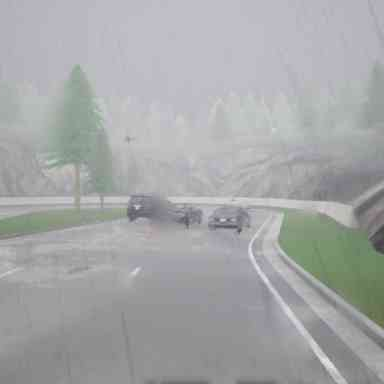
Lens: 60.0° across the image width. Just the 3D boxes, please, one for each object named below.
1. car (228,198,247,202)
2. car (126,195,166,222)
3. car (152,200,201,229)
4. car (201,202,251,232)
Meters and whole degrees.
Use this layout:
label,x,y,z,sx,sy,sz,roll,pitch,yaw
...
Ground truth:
label,x,y,z,sx,sy,sz,roll,pitch,yaw
car,5.660,1.523,41.857,1.812,1.442,4.674,0,0,-15
car,-3.109,1.220,25.953,2.150,2.045,5.566,0,0,16
car,-0.590,1.490,21.988,2.128,1.511,4.902,0,0,15
car,2.373,1.546,20.101,2.033,1.411,5.357,0,0,17
